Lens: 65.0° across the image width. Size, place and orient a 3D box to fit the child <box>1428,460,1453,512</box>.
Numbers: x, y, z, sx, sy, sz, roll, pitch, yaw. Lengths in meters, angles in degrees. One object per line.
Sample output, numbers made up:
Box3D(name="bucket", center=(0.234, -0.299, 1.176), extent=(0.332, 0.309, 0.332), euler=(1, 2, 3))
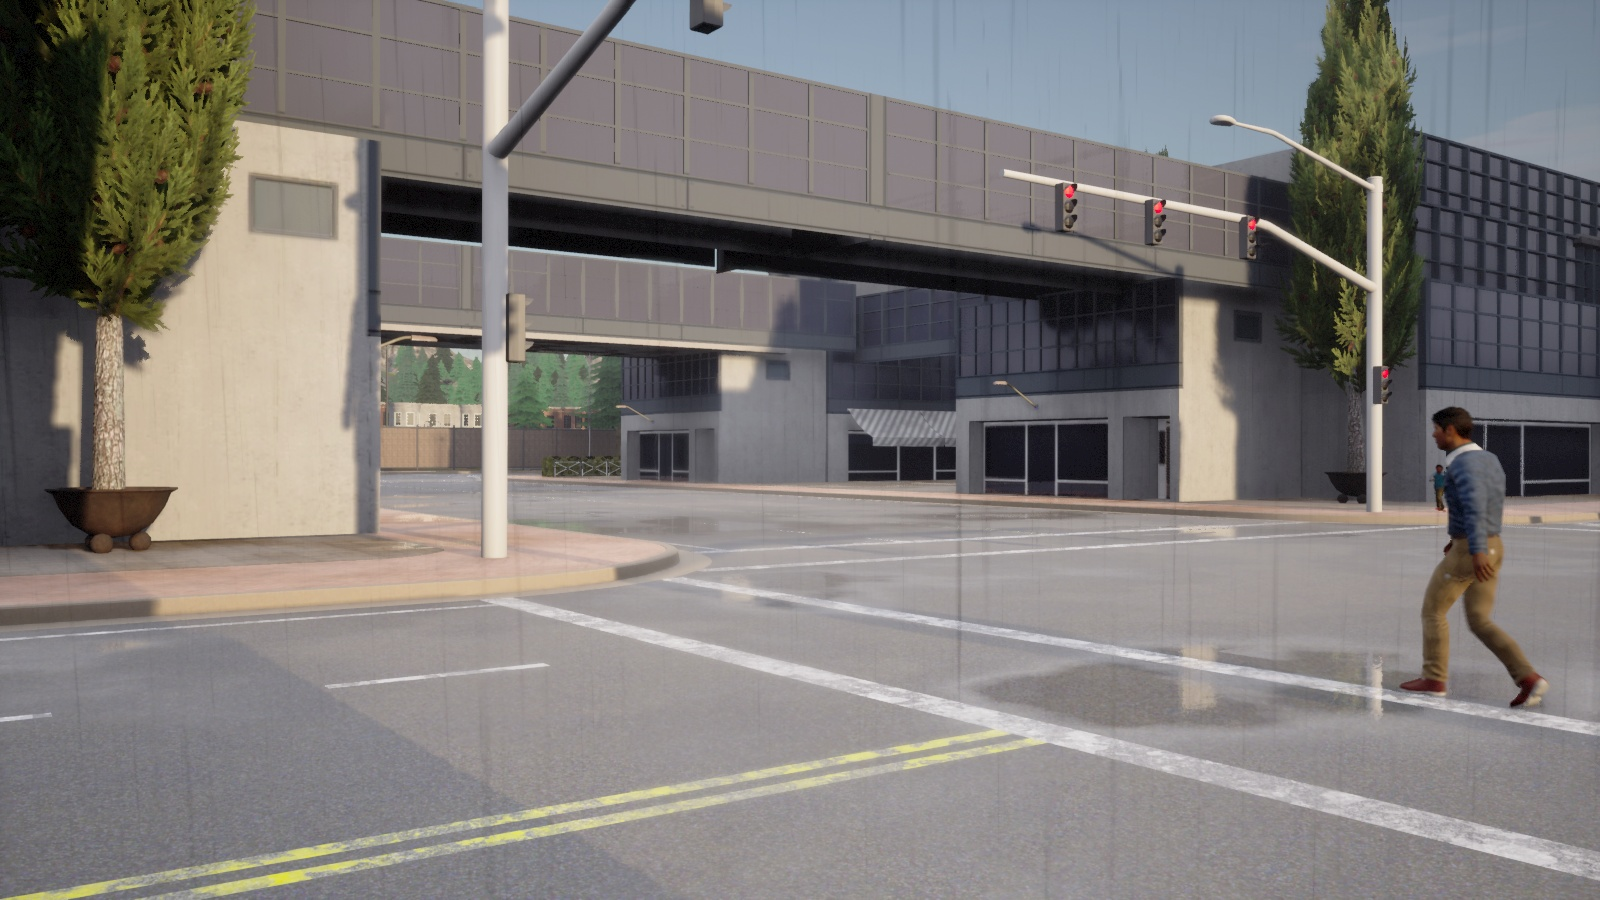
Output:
Box3D(name="child", center=(14.741, 0.823, 28.905), extent=(0.448, 1.192, 0.343), euler=(0, 0, -38))

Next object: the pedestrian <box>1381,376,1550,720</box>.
Box3D(name="pedestrian", center=(3.987, 0.556, 7.542), extent=(0.423, 1.949, 0.788), euler=(0, 0, -38))
